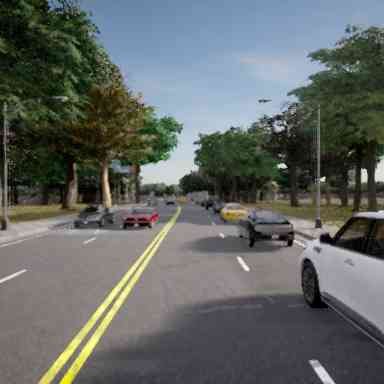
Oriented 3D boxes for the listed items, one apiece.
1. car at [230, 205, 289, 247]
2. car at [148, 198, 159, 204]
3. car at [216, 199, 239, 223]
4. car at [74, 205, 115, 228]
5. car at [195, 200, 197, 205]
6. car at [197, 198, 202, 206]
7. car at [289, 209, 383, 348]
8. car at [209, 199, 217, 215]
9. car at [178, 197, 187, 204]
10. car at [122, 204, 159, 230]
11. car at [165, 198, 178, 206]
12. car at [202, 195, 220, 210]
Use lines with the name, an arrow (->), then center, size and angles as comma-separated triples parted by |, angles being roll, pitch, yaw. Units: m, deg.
car -> 3.249, 1.560, 15.384 | 2.128, 1.511, 4.902 | 0, 0, 0
car -> -7.437, 1.944, 64.040 | 2.128, 1.511, 4.902 | 0, -1, -3
car -> 3.249, 1.590, 26.576 | 1.801, 1.575, 5.366 | 0, 0, 0
car -> -6.600, 1.637, 23.010 | 1.812, 1.442, 4.674 | 0, 0, 0
car -> 1.832, 2.055, 70.725 | 2.033, 1.411, 5.357 | 0, -1, -7
car -> 2.609, 1.820, 59.637 | 2.033, 1.649, 4.856 | 0, -1, -3
car -> 3.348, 1.239, 4.801 | 2.150, 2.045, 5.566 | 0, 0, 0
car -> 3.243, 1.807, 37.441 | 1.895, 1.301, 4.718 | 0, 0, 0
car -> -2.196, 2.022, 80.554 | 1.882, 1.535, 5.008 | 0, -1, -6
car -> -3.351, 1.707, 22.243 | 1.895, 1.301, 4.718 | 0, 0, 0
car -> -4.128, 2.042, 63.416 | 1.895, 1.301, 4.718 | 0, -1, -3
car -> 3.056, 1.510, 48.560 | 2.150, 2.045, 5.566 | 0, 0, -2
